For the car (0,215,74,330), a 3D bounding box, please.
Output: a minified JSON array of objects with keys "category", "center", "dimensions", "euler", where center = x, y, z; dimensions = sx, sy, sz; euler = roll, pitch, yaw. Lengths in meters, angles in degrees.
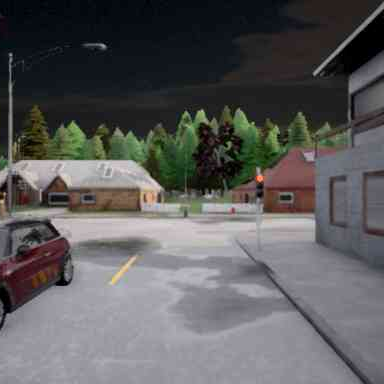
[{"category":"car","center":[-4.059,1.377,6.536],"dimensions":[2.097,1.767,4.553],"euler":[0,0,0]}]
